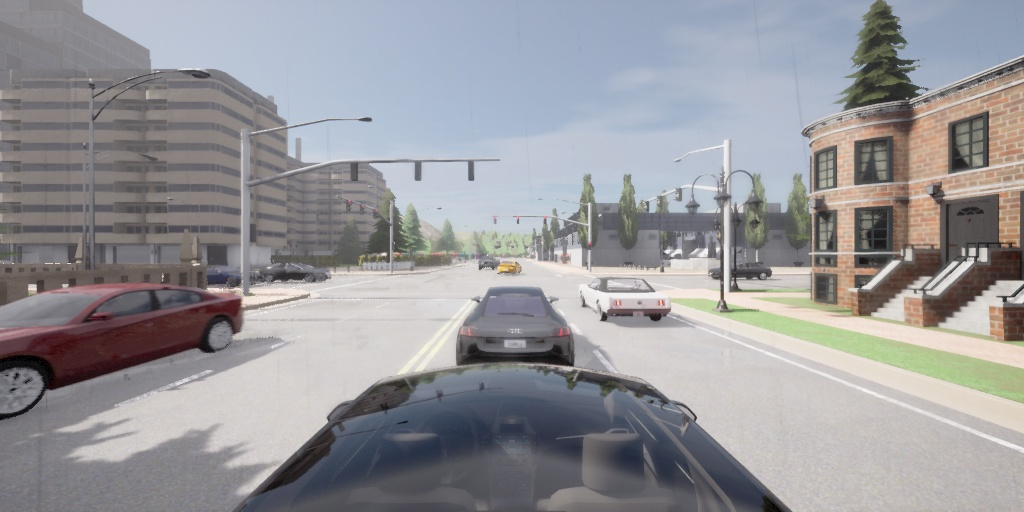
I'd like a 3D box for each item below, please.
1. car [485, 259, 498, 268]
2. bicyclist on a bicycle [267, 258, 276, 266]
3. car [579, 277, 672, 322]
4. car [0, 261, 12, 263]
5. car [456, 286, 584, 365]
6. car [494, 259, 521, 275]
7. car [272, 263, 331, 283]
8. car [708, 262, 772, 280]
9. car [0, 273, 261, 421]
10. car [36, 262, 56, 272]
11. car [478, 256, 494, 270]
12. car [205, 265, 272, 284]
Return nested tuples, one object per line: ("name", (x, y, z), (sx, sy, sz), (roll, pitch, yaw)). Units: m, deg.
("car", (-3.570, 1.314, 61.941), (1.994, 1.385, 4.181), (0, 0, 0))
("bicyclist on a bicycle", (-25.251, 1.052, 37.744), (0.582, 1.620, 1.656), (0, 0, 0))
("car", (3.581, 1.351, 12.346), (1.895, 1.301, 4.718), (0, 0, 0))
("car", (-49.375, 1.255, 33.922), (4.892, 1.490, 1.837), (0, 0, 1))
("car", (0.063, 1.314, 7.497), (1.994, 1.385, 4.181), (0, 0, 0))
("car", (-0.230, 1.227, 39.680), (1.882, 1.535, 5.008), (1, 0, 11))
("car", (-16.119, 1.241, 26.753), (4.902, 1.511, 2.128), (0, 0, 0))
("car", (19.085, 1.255, 30.136), (4.892, 1.490, 1.837), (0, 0, -1))
("car", (-7.013, 1.227, 6.026), (1.882, 1.535, 5.008), (0, 0, 1))
("car", (-33.330, 1.227, 26.769), (5.008, 1.535, 1.882), (0, 0, 0))
("car", (-3.591, 0.971, 51.968), (2.150, 2.045, 5.566), (0, 0, 0))
("car", (-19.126, 1.297, 23.257), (5.357, 1.411, 2.033), (0, 0, 0))
